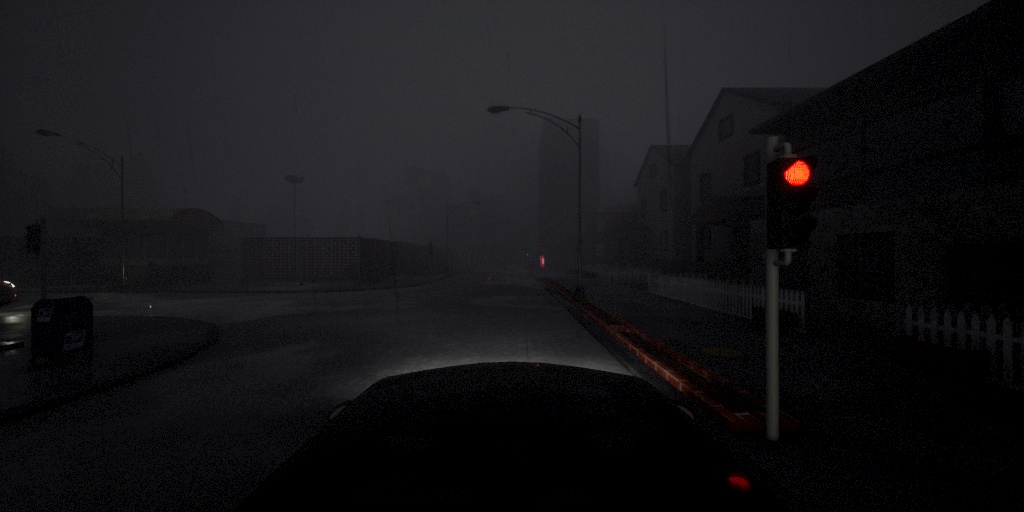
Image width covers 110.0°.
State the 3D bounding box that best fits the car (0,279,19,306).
[{"bbox_3d":[-21.574,1.101,13.269,4.553,1.767,2.097,0,0,0],"label":"car"}]

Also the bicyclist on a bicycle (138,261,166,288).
[{"bbox_3d":[-21.736,1.098,21.662,0.582,1.620,1.656,0,0,0],"label":"bicyclist on a bicycle"}]
